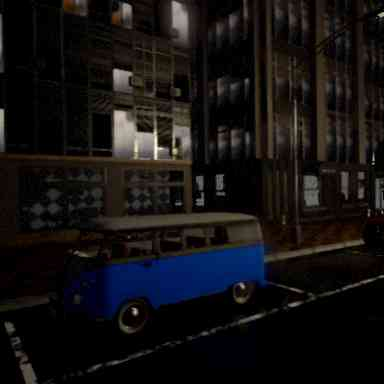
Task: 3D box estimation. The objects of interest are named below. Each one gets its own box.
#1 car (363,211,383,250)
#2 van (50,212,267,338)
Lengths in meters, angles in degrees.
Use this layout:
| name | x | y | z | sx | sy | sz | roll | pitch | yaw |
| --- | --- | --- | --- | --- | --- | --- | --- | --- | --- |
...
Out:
| name | x | y | z | sx | sy | sz | roll | pitch | yaw |
| --- | --- | --- | --- | --- | --- | --- | --- | --- | --- |
| car | 8.606 | 1.216 | 12.717 | 5.009 | 1.841 | 2.192 | 0 | -1 | -35 |
| van | -0.405 | 1.319 | 6.289 | 3.998 | 1.788 | 1.690 | 0 | -1 | -35 |
